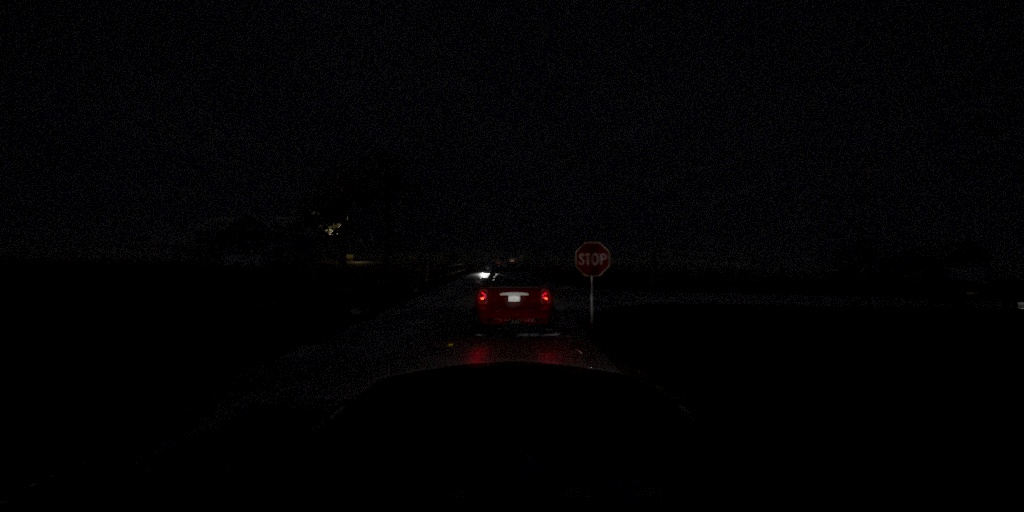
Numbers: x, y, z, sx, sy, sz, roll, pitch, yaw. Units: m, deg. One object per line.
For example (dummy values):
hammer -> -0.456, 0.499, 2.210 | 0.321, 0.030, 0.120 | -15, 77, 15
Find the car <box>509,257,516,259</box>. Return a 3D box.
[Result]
car -> 0.020, 1.287, 64.640 | 2.128, 1.511, 4.902 | 0, 0, 0

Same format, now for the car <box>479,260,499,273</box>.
car -> -2.827, 1.236, 44.396 | 2.128, 1.511, 4.902 | 0, 0, 0

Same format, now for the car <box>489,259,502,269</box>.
car -> -2.792, 1.261, 60.424 | 1.882, 1.535, 5.008 | 0, 0, 0

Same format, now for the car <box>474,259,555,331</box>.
car -> 0.070, 1.087, 11.064 | 2.097, 1.767, 4.553 | 0, 0, 0
